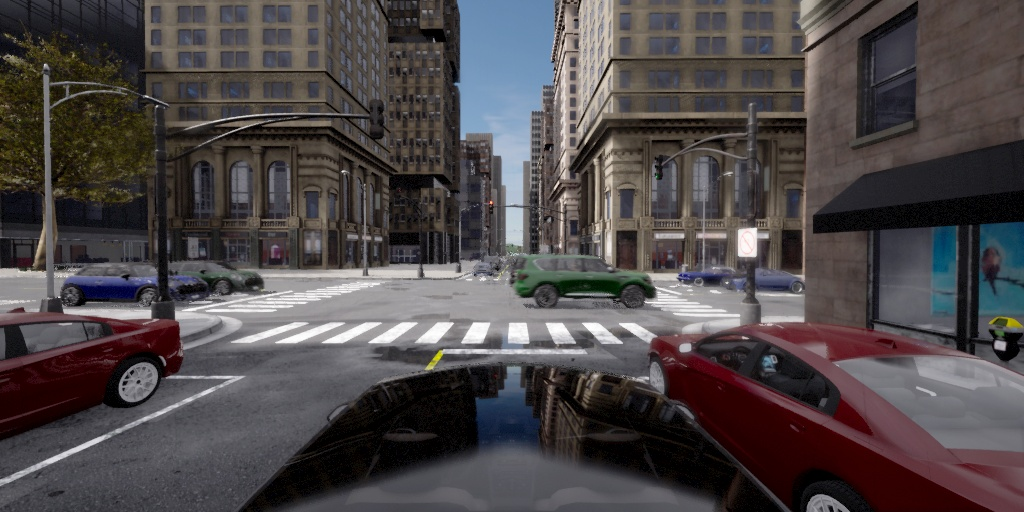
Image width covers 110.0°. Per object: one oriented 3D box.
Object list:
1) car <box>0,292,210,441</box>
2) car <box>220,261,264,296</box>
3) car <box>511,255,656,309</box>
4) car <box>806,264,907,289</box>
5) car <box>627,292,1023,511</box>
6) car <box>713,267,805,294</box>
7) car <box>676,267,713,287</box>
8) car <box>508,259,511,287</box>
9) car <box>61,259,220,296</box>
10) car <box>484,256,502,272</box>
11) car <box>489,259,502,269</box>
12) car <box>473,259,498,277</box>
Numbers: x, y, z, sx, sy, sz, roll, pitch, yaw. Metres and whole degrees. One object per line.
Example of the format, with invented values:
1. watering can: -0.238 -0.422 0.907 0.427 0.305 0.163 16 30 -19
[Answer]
1. car: -5.755 1.294 3.438 1.888 1.381 4.507 0 0 0
2. car: -15.117 1.009 17.964 4.553 1.767 2.097 0 1 -1
3. car: 2.833 0.974 14.504 5.566 2.045 2.150 0 0 0
4. car: 23.169 1.359 24.249 5.008 1.535 1.882 0 1 0
5. car: 2.770 1.294 3.371 1.888 1.381 4.507 0 0 0
6. car: 14.634 1.419 21.076 4.181 1.385 1.994 0 1 0
7. car: 13.810 1.402 24.334 4.718 1.301 1.895 0 1 1
8. car: 2.599 0.976 17.750 5.566 2.045 2.150 1 0 1
9. car: -15.155 1.057 14.632 4.553 1.767 2.097 0 1 0
10. car: -2.714 0.961 46.406 2.150 2.045 5.566 0 0 1
11. car: -2.603 1.243 56.860 1.837 1.490 4.892 0 0 1
12. car: -2.809 1.289 36.220 2.033 1.411 5.357 0 0 0
